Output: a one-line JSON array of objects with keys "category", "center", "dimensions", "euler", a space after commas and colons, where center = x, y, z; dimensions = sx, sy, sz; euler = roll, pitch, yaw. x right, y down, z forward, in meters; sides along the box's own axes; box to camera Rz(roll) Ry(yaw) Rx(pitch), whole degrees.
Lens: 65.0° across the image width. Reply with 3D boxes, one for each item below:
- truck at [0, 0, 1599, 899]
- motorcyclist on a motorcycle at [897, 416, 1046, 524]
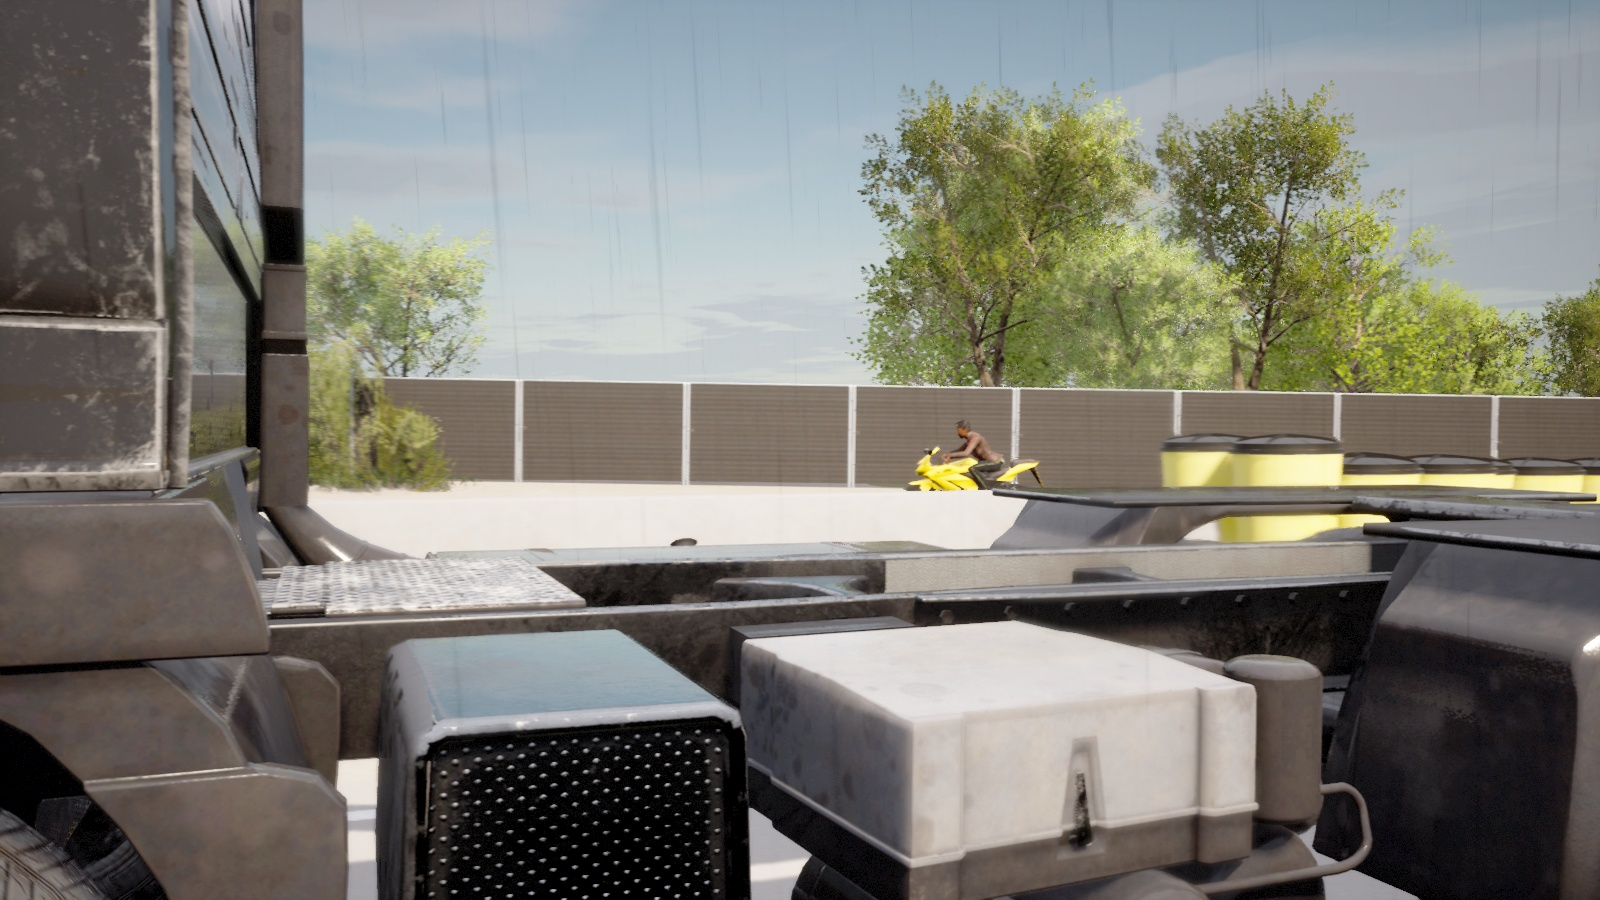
[{"category": "truck", "center": [0.347, -0.242, 3.359], "dimensions": [7.936, 3.462, 2.891], "euler": [-1, 1, -21]}, {"category": "motorcyclist on a motorcycle", "center": [2.433, 0.273, 18.001], "dimensions": [2.044, 1.523, 0.797], "euler": [0, 1, 1]}]
